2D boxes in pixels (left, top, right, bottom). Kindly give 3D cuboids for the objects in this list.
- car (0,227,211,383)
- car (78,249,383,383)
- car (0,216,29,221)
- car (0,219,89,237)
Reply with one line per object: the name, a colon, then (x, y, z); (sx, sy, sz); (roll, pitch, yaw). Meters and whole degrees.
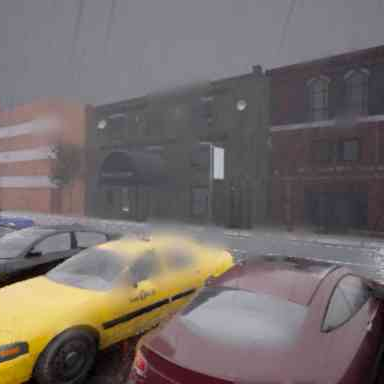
car: (-1.150, 1.494, 5.603); (1.946, 1.575, 5.366); (0, 0, 36)
car: (1.247, 1.531, 4.096); (2.002, 1.452, 4.674); (0, 0, 36)
car: (-5.625, 1.510, 9.060); (2.097, 1.535, 5.008); (0, 0, 36)
car: (-3.329, 1.503, 7.413); (2.097, 1.535, 5.008); (0, 0, 36)
